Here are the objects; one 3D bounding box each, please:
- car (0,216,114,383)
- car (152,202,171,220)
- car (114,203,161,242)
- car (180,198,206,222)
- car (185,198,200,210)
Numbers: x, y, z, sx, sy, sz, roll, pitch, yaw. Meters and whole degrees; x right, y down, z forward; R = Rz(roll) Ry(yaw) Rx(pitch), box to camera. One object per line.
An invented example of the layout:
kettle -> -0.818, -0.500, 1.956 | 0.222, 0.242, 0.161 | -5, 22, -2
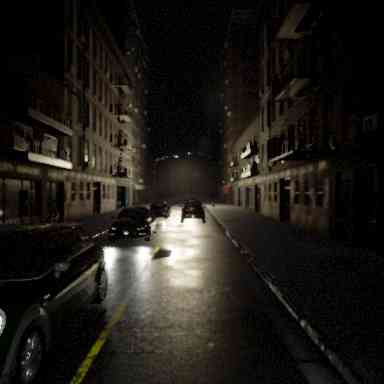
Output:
car -> -2.845, 1.352, 5.177 | 2.097, 1.767, 4.553 | 0, 0, 0
car -> -2.807, 1.557, 28.467 | 2.033, 1.411, 5.357 | 0, 0, 1
car -> -2.801, 1.510, 16.536 | 1.837, 1.490, 4.892 | 0, 0, 0
car -> 0.076, 1.514, 26.505 | 1.837, 1.490, 4.892 | 0, 0, 0
car -> 0.092, 1.525, 43.311 | 1.837, 1.490, 4.892 | 0, 0, 0
